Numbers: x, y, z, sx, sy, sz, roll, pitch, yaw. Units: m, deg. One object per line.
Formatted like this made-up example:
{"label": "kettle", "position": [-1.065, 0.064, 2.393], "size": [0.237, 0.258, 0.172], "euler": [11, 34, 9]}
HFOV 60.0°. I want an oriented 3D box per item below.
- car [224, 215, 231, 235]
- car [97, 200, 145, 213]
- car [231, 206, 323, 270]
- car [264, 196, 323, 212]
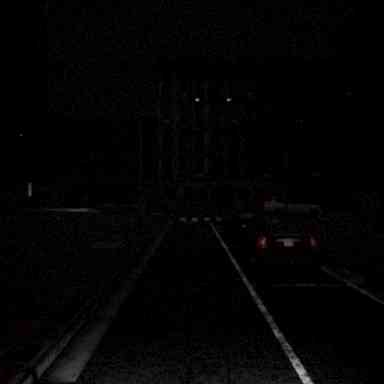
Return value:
{"label": "car", "position": [2.633, 1.567, 16.530], "size": [2.008, 1.369, 4.403], "euler": [0, 0, 0]}
{"label": "car", "position": [-7.568, 1.521, 35.425], "size": [4.718, 1.301, 1.895], "euler": [1, -1, 9]}
{"label": "car", "position": [2.637, 1.451, 11.027], "size": [1.967, 1.590, 4.097], "euler": [0, 0, 0]}
{"label": "car", "position": [9.936, 1.492, 32.841], "size": [5.566, 2.045, 2.150], "euler": [1, -1, 1]}
